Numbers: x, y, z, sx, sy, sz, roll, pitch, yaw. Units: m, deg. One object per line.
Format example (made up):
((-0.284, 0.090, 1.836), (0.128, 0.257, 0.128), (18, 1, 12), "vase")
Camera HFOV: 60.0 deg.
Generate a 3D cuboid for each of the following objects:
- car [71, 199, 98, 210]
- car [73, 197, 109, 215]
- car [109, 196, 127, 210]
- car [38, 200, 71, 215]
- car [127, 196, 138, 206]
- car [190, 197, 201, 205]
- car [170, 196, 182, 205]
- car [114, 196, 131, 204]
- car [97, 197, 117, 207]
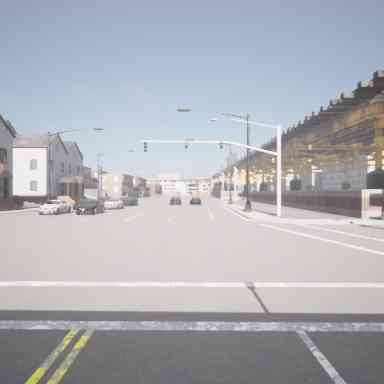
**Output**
((-13.788, 1.577, 42.951), (1.994, 1.385, 4.181), (0, 0, 2), "car")
((-10.481, 1.515, 34.537), (1.837, 1.490, 4.892), (0, 0, 1), "car")
((-10.270, 1.539, 43.774), (1.812, 1.442, 4.674), (0, 0, 1), "car")
((-13.989, 1.536, 34.240), (1.812, 1.442, 4.674), (0, 0, 1), "car")
((-10.042, 1.494, 54.249), (1.882, 1.535, 5.008), (0, 0, 1), "car")
((0.650, 1.581, 58.916), (1.994, 1.385, 4.181), (0, 0, 1), "car")
((-2.849, 1.509, 58.993), (2.128, 1.511, 4.902), (0, 0, 1), "car")
((-13.290, 1.566, 63.736), (2.033, 1.411, 5.357), (0, 0, 2), "car")
((-13.565, 1.520, 53.182), (1.837, 1.490, 4.892), (0, 0, 1), "car")
